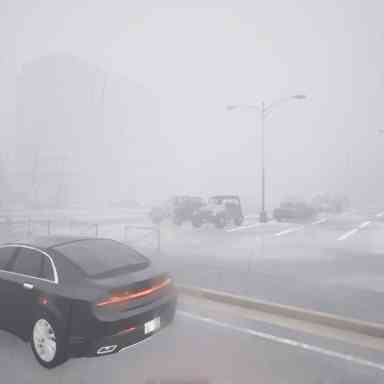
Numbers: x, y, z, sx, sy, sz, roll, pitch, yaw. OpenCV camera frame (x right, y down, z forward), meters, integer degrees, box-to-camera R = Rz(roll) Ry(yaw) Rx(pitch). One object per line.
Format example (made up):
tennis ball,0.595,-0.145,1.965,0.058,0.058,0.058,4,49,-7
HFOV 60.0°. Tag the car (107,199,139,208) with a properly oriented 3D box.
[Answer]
car,-9.615,1.601,46.547,1.895,1.301,4.718,0,0,34

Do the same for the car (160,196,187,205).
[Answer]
car,-3.364,1.548,61.954,2.033,1.411,5.357,0,0,34

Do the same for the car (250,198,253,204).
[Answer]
car,9.794,1.505,62.503,1.837,1.490,4.892,0,0,34

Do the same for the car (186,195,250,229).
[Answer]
car,1.666,1.156,20.256,1.905,1.878,3.866,0,0,34

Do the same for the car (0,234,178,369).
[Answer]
car,-2.492,1.505,5.776,4.892,1.490,1.837,0,0,36

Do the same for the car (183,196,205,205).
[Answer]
car,0.388,1.563,61.238,1.812,1.442,4.674,0,0,34

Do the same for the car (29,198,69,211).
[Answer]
car,-17.543,1.504,41.043,1.837,1.490,4.892,0,0,34

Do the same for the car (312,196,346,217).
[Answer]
car,13.710,1.395,33.194,1.970,1.475,3.806,0,0,34

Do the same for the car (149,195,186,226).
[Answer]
car,-0.699,1.153,21.926,1.932,1.855,4.605,0,0,34
